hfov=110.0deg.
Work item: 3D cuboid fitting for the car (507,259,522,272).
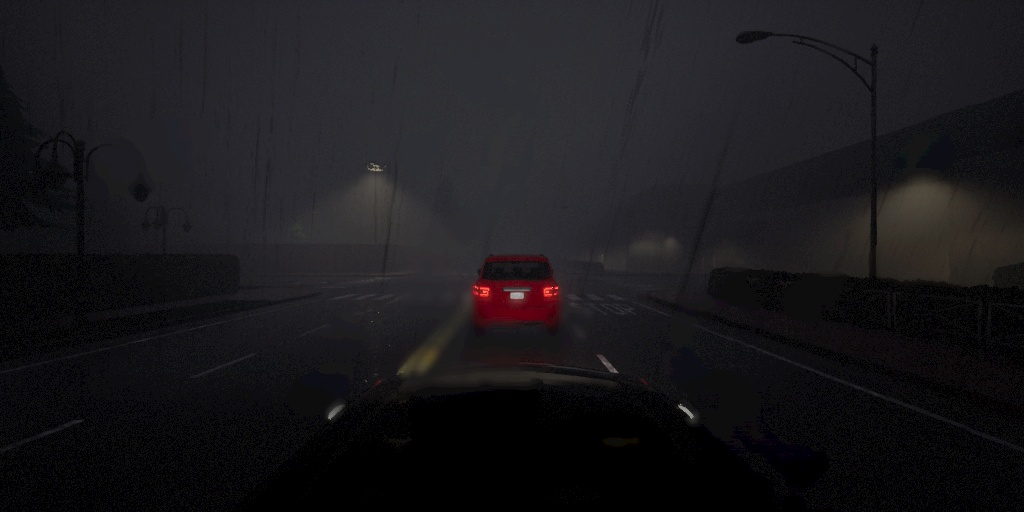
[{"bbox_3d":[0.354,1.228,46.392,1.882,1.535,5.008,0,0,1],"label":"car"}]

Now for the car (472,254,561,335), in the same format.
[{"bbox_3d":[0.118,0.971,10.613,2.150,2.045,5.566,0,0,0],"label":"car"}]
